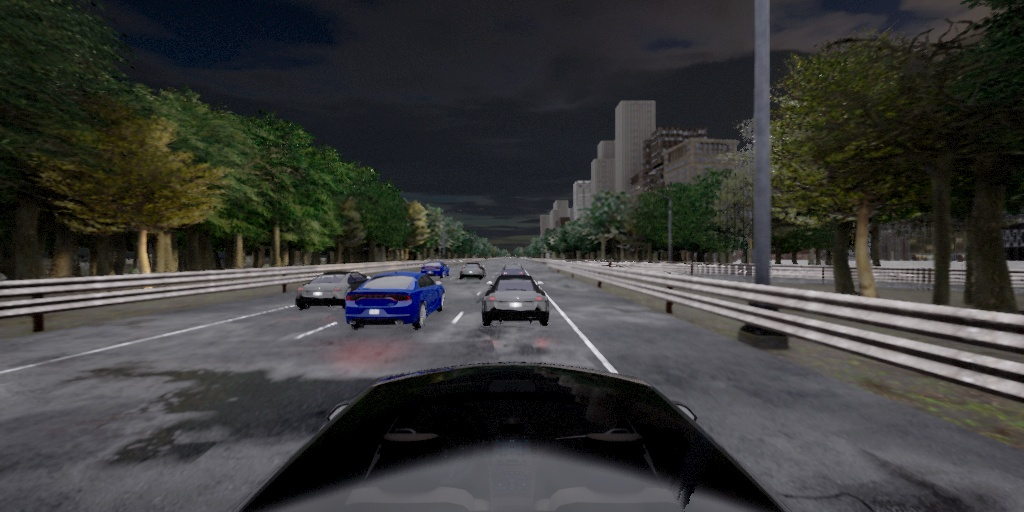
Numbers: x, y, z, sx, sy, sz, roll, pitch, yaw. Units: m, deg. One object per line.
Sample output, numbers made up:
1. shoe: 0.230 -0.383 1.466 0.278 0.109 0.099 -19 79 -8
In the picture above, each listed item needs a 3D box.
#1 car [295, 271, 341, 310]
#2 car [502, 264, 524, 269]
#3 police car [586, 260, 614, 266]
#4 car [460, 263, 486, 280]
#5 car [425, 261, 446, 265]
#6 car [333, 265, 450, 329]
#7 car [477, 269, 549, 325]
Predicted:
1. car: -6.901 1.310 14.745 1.994 1.385 4.181 0 0 0
2. car: 0.096 1.342 29.651 1.895 1.301 4.718 0 0 0
3. police car: 12.754 1.331 53.156 2.038 1.542 4.974 0 0 -28
4. car: -3.402 1.304 31.615 1.994 1.385 4.181 0 0 0
5. car: -6.903 1.217 32.615 1.882 1.535 5.008 0 0 0
6. car: -3.401 1.225 11.330 1.882 1.535 5.008 0 0 0
7. car: 0.100 1.311 11.851 1.994 1.385 4.181 0 0 0
